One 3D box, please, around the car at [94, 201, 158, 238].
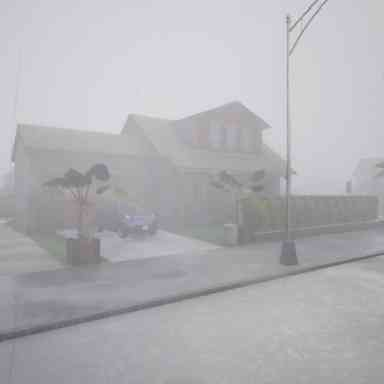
[{"bbox_3d":[-3.054,1.174,15.268,1.845,1.501,3.633,0,0,-38],"label":"car"}]
